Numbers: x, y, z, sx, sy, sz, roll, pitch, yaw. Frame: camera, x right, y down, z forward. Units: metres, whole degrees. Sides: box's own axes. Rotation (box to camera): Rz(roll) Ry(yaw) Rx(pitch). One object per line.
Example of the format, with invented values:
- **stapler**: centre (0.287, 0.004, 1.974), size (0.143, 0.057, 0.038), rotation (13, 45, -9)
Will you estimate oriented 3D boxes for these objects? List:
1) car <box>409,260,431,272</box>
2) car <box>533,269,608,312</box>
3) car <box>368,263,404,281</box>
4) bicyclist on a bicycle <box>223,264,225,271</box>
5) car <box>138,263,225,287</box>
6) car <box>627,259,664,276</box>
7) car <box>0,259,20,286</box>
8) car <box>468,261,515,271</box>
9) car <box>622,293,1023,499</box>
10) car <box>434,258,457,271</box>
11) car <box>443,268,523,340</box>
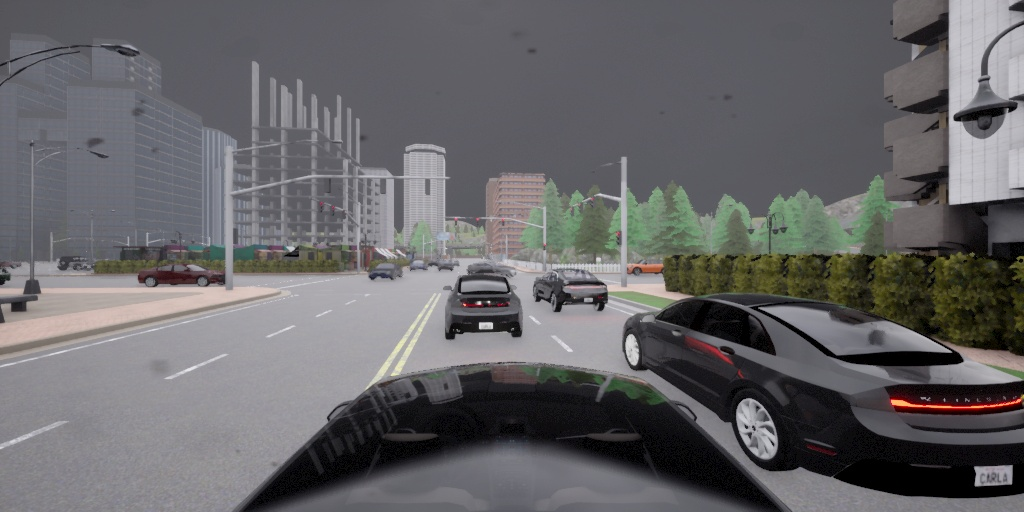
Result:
- **car**: centre (-12.340, 1.276, 47.529), size (1.812, 1.442, 4.674), rotation (0, 0, -6)
- **car**: centre (2.126, 1.242, 14.230), size (2.128, 1.511, 4.902), rotation (0, 0, -9)
- **car**: centre (-10.627, 1.297, 30.649), size (2.033, 1.411, 5.357), rotation (0, 0, -5)
- **bicyclist on a bicycle**: centre (-29.555, 1.011, 37.399), size (0.582, 1.620, 1.656), rotation (0, 5, -5)
- **car**: centre (-21.424, 1.228, 23.635), size (5.008, 1.535, 1.882), rotation (0, 0, -5)
- **car**: centre (14.019, 1.102, 37.536), size (4.553, 1.767, 2.097), rotation (0, 0, -5)
- **car**: centre (-35.377, 0.972, 22.391), size (5.566, 2.045, 2.150), rotation (0, 0, -5)
- **car**: centre (-1.865, 1.241, 32.154), size (4.902, 1.511, 2.128), rotation (0, 0, 37)
- **car**: centre (3.109, 1.255, 4.869), size (1.837, 1.490, 4.892), rotation (0, 0, -4)
- **car**: centre (-8.868, 1.297, 47.940), size (2.033, 1.411, 5.357), rotation (0, 0, -7)
- **car**: centre (-0.867, 1.255, 10.111), size (1.837, 1.490, 4.892), rotation (0, 0, -7)
